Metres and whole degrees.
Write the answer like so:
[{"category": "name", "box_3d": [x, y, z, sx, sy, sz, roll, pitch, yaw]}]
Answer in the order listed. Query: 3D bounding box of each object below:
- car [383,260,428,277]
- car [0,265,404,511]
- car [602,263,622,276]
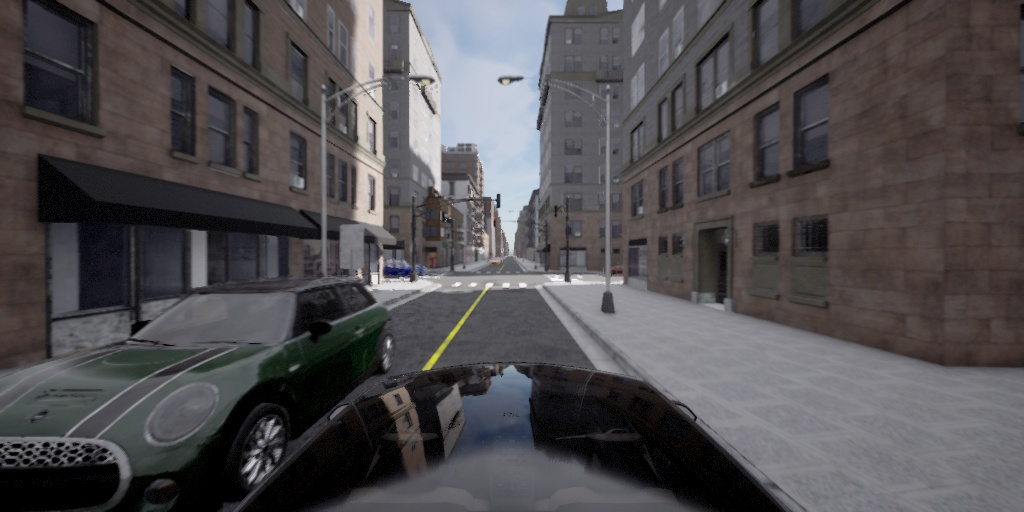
[{"category": "car", "box_3d": [-10.016, 1.155, 31.947, 5.008, 1.535, 1.882, 2, 0, 0]}, {"category": "car", "box_3d": [-3.100, 1.100, 4.398, 2.097, 1.767, 4.553, 0, 0, 0]}, {"category": "car", "box_3d": [11.600, 1.385, 37.498, 4.207, 1.307, 1.802, 0, 0, 0]}]
